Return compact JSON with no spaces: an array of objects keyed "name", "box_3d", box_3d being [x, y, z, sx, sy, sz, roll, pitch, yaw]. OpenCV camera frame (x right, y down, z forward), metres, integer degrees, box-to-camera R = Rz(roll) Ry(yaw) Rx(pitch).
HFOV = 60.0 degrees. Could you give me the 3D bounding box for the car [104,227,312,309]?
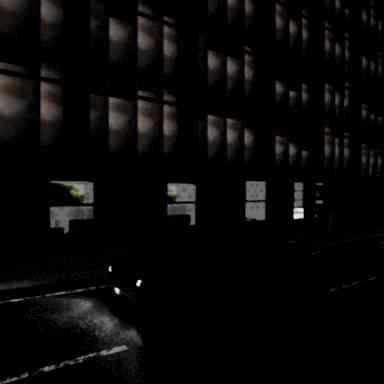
[{"name":"car","box_3d":[0.689,1.609,8.159,5.357,1.411,2.033,1,-1,-35]}]
